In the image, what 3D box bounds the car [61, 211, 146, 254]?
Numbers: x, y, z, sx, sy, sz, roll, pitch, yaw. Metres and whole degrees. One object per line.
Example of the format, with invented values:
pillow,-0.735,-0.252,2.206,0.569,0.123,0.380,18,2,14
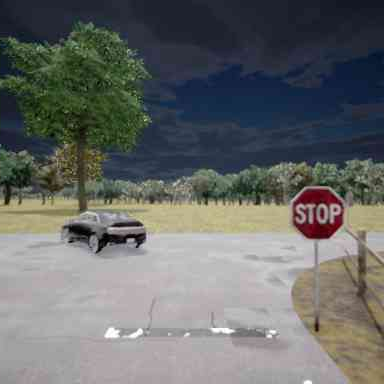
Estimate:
car,-3.763,1.508,13.673,2.128,1.511,4.902,2,-2,-41
